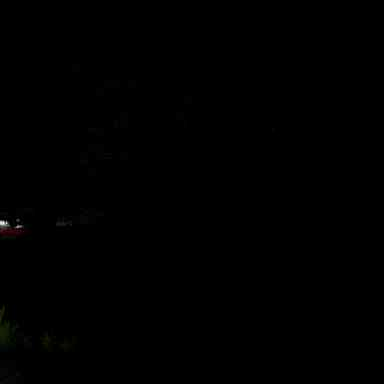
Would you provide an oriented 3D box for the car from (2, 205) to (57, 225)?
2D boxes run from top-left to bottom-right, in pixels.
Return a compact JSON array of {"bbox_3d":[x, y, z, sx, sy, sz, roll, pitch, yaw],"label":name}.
[{"bbox_3d":[-11.996,1.899,25.456,1.882,1.535,5.008,4,-2,0],"label":"car"}]
